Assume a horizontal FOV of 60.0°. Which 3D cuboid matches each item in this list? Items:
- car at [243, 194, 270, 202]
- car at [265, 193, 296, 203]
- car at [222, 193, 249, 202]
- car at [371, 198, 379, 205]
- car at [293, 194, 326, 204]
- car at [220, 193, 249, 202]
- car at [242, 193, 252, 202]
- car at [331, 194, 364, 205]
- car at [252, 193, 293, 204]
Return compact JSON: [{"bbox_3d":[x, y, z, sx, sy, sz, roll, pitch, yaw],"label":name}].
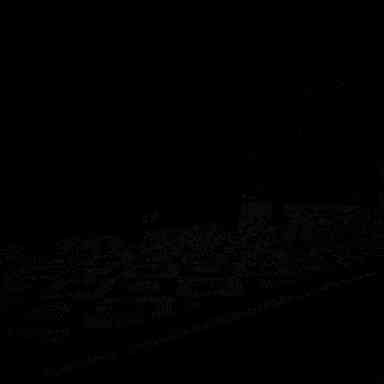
[{"bbox_3d":[11.102,0.963,57.796,2.008,1.369,4.403,1,0,-36],"label":"car"},{"bbox_3d":[14.196,0.934,53.472,1.752,1.417,4.829,1,0,-36],"label":"car"},{"bbox_3d":[6.924,0.926,53.610,1.994,1.385,4.181,1,0,-35],"label":"car"},{"bbox_3d":[23.872,0.964,39.946,1.947,1.339,4.313,1,0,-36],"label":"car"},{"bbox_3d":[17.487,0.971,48.871,1.947,1.339,4.313,1,0,-36],"label":"car"},{"bbox_3d":[7.357,0.938,58.341,2.033,1.411,5.357,1,0,-35],"label":"car"},{"bbox_3d":[7.458,0.862,48.239,1.752,1.417,4.829,1,0,-36],"label":"car"},{"bbox_3d":[20.680,0.983,44.409,1.802,1.307,4.206,1,0,-36],"label":"car"},{"bbox_3d":[10.552,0.878,43.915,1.887,1.381,4.507,1,0,-36],"label":"car"}]
